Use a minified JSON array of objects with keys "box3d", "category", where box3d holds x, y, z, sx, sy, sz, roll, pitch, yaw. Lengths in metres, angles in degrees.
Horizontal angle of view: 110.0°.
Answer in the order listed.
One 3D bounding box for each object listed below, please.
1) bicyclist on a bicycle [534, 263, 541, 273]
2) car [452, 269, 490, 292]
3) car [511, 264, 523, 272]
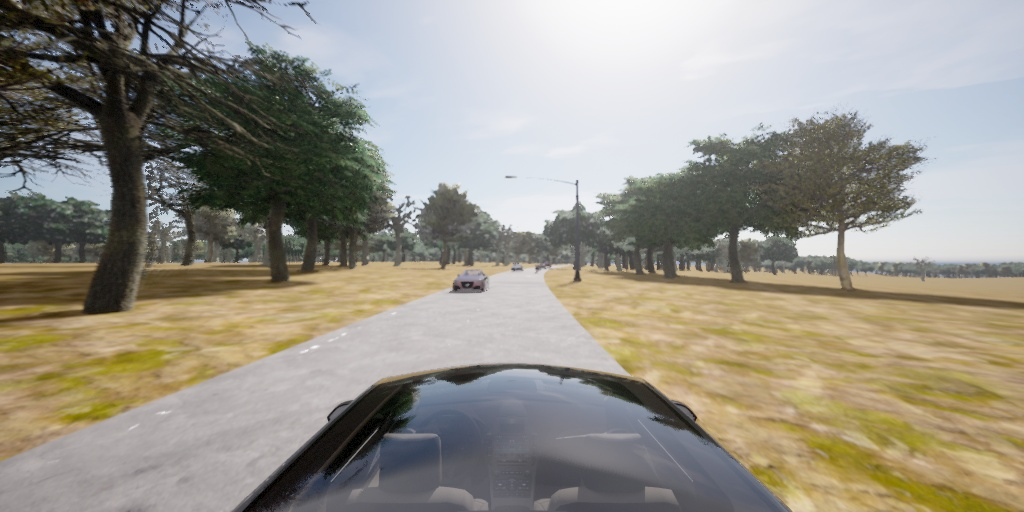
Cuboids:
[{"box3d":[3.830,1.883,55.915,0.866,1.612,1.509,0,-1,6],"category":"bicyclist on a bicycle"},{"box3d":[-2.579,1.565,23.343,1.994,1.385,4.181,0,-1,3],"category":"car"},{"box3d":[0.982,2.106,64.419,2.033,1.411,5.357,0,-1,7],"category":"car"}]
